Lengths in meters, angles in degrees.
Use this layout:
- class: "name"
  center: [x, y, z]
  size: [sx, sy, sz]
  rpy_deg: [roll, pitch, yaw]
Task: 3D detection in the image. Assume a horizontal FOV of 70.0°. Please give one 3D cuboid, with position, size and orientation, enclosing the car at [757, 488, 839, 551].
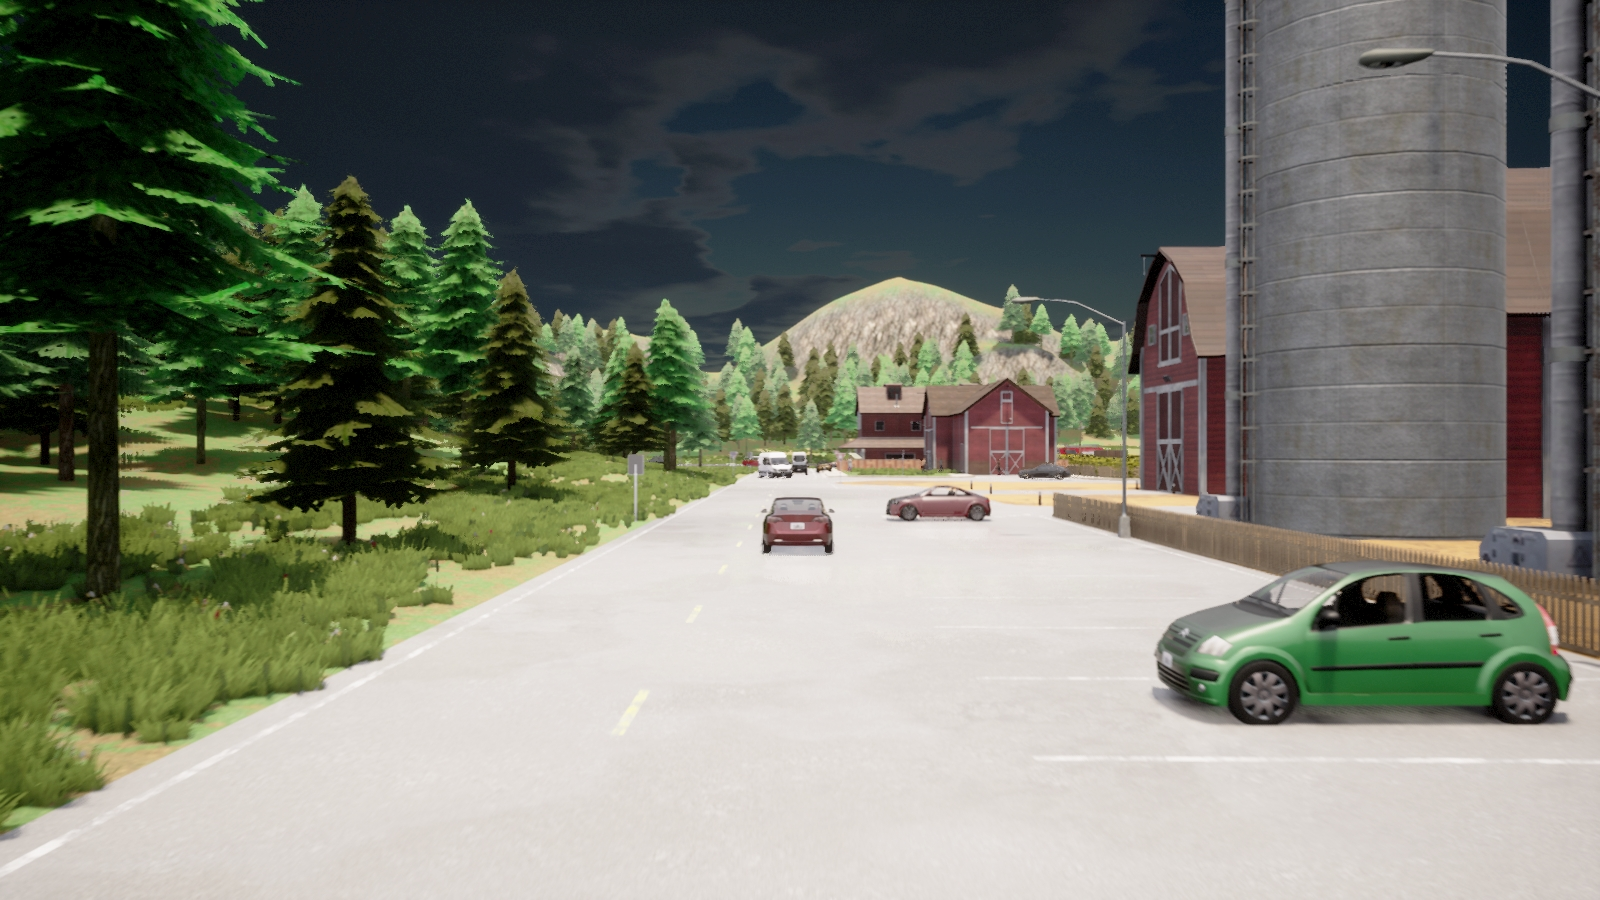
- class: "car"
  center: [-0.061, 1.924, 32.655]
  size: [2.163, 1.488, 4.792]
  rpy_deg: [0, 0, 0]
